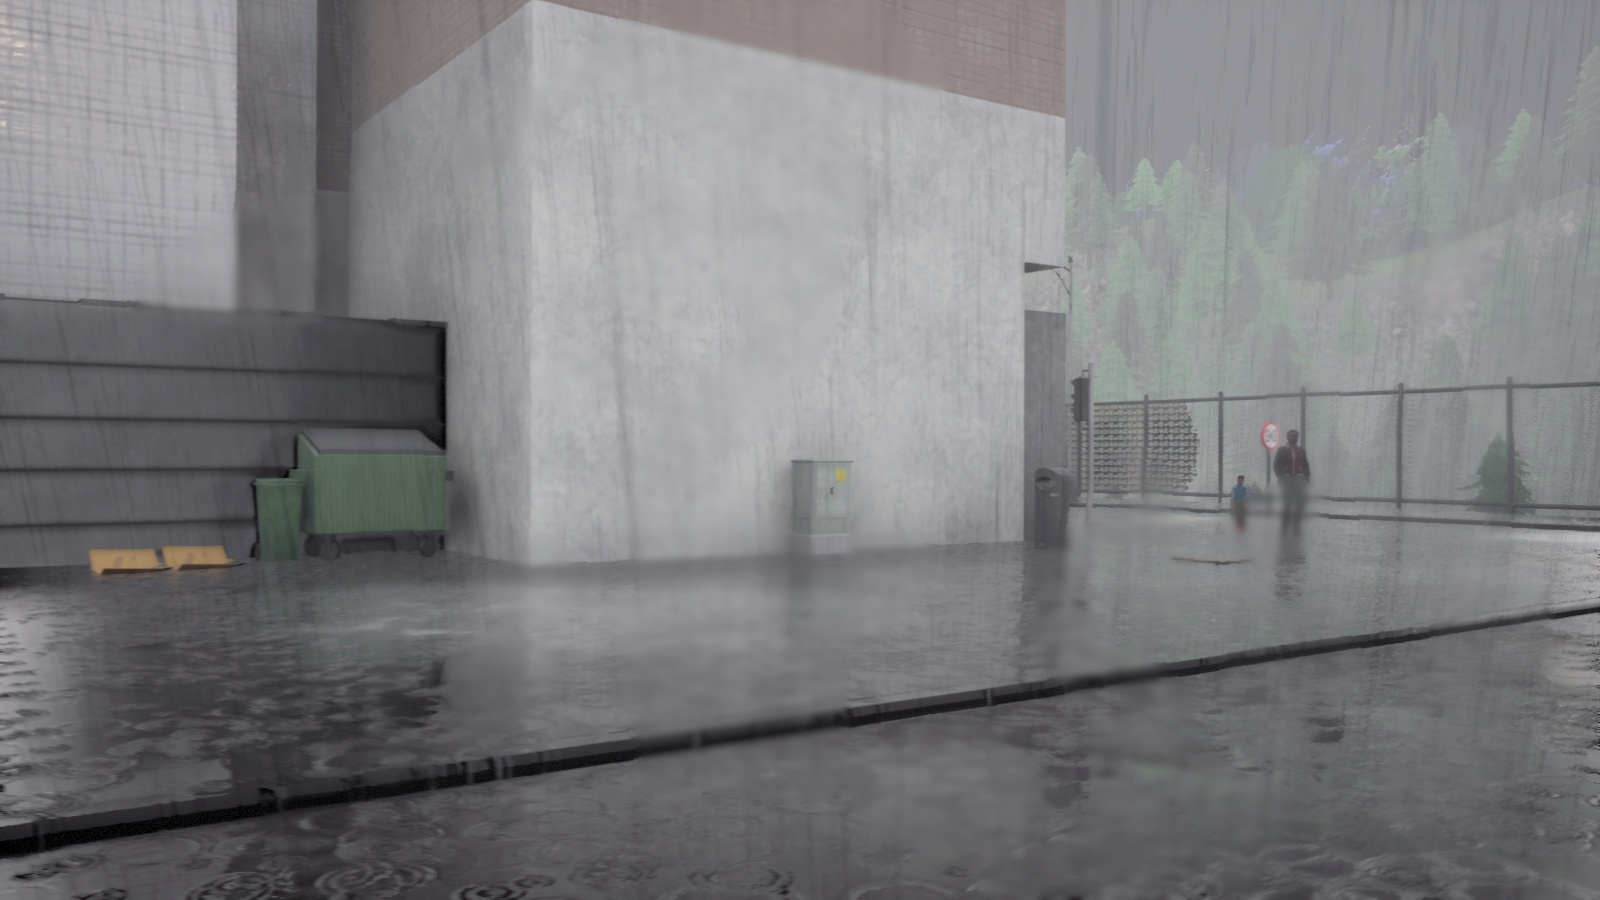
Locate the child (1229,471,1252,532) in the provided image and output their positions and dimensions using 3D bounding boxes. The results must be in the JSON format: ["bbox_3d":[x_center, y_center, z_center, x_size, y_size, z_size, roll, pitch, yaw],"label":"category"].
[{"bbox_3d":[8.682,1.005,24.735,0.343,1.192,0.448,0,0,31],"label":"child"}]

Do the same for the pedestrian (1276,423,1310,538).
[{"bbox_3d":[8.419,0.519,21.456,0.402,1.930,0.666,0,0,9],"label":"pedestrian"}]
